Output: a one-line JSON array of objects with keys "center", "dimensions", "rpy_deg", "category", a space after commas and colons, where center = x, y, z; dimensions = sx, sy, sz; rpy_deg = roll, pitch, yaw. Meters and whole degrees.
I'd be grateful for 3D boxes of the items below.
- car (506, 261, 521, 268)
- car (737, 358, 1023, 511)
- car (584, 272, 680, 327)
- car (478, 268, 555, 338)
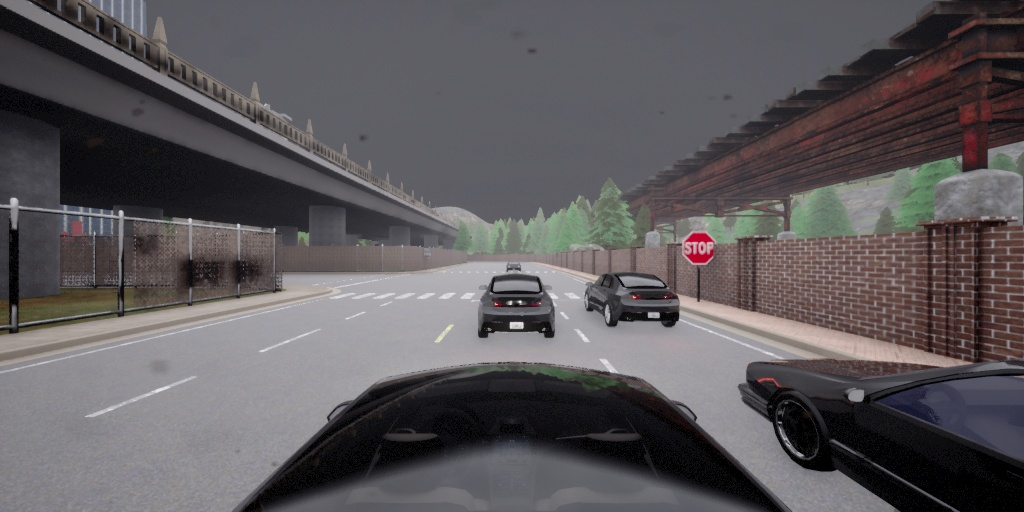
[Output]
[{"center": [0.218, 1.351, 46.389], "dimensions": [1.895, 1.301, 4.718], "rpy_deg": [0, 0, -1], "category": "car"}, {"center": [3.600, 1.297, 1.776], "dimensions": [2.033, 1.411, 5.357], "rpy_deg": [0, 0, 0], "category": "car"}, {"center": [3.608, 1.255, 11.522], "dimensions": [1.837, 1.490, 4.892], "rpy_deg": [0, 0, 0], "category": "car"}, {"center": [0.105, 1.255, 10.166], "dimensions": [1.837, 1.490, 4.892], "rpy_deg": [0, 0, 0], "category": "car"}]
